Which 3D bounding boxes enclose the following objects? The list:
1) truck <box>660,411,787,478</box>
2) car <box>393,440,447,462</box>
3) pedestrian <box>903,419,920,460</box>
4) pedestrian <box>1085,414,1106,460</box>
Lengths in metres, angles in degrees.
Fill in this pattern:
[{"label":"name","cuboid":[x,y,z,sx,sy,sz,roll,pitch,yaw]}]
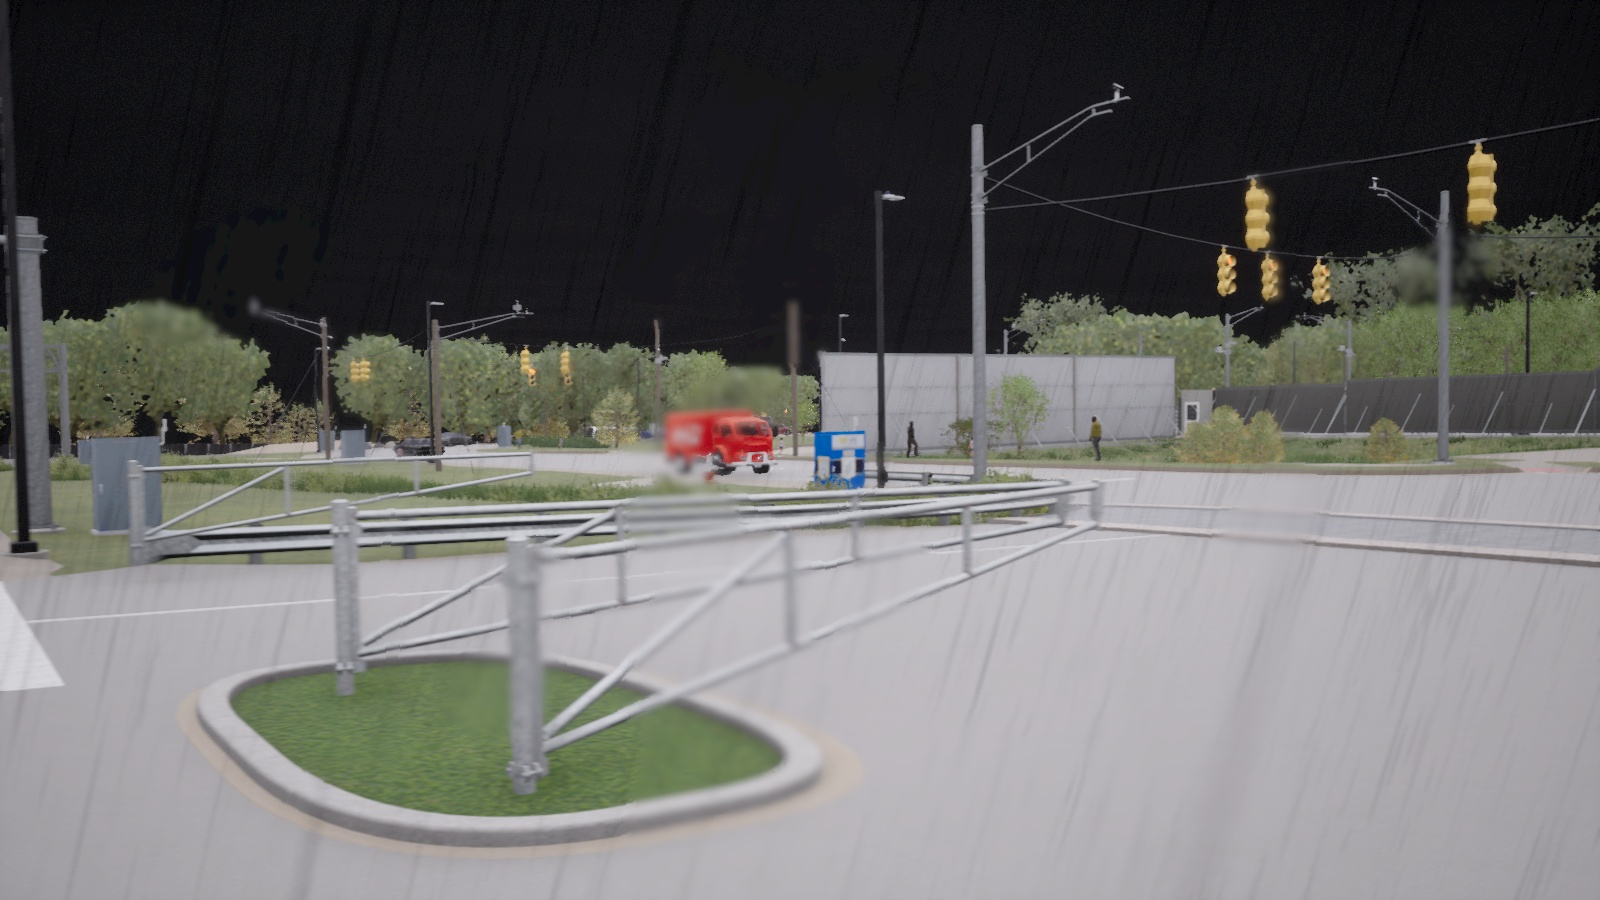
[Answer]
[{"label":"truck","cuboid":[-3.111,-0.255,49.814,2.627,2.467,5.204,-3,2,-35]},{"label":"car","cuboid":[-24.395,0.012,80.546,1.895,1.301,4.718,-3,2,-35]},{"label":"pedestrian","cuboid":[5.366,-0.524,60.422,0.395,1.930,0.692,-3,3,-36]},{"label":"pedestrian","cuboid":[11.786,-0.522,50.115,0.370,1.835,0.726,-3,3,-34]}]
